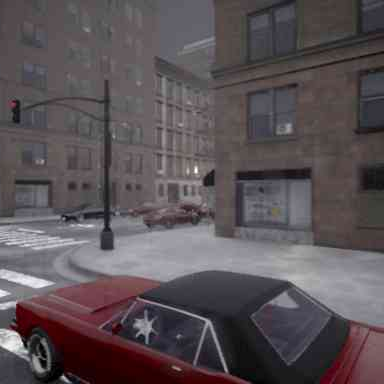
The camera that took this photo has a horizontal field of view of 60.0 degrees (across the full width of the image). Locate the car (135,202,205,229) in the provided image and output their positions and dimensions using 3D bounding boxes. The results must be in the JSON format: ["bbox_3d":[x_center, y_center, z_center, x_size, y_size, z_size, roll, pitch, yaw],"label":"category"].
[{"bbox_3d":[-1.249,1.503,20.584,1.802,1.307,4.206,0,0,35],"label":"car"}]

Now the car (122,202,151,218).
[{"bbox_3d":[-4.583,1.520,29.735,1.802,1.307,4.206,0,0,35],"label":"car"}]

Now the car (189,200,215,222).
[{"bbox_3d":[1.954,1.359,25.079,1.967,1.590,4.097,0,0,35],"label":"car"}]

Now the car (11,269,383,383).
[{"bbox_3d":[-0.019,1.593,3.706,4.718,1.301,1.895,0,0,36],"label":"car"}]

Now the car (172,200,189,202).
[{"bbox_3d":[-1.380,1.481,34.228,1.887,1.381,4.507,0,0,35],"label":"car"}]

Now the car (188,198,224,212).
[{"bbox_3d":[1.723,1.459,38.584,1.752,1.417,4.829,0,0,35],"label":"car"}]

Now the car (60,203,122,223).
[{"bbox_3d":[-7.785,1.506,25.240,1.947,1.339,4.313,0,0,35],"label":"car"}]
